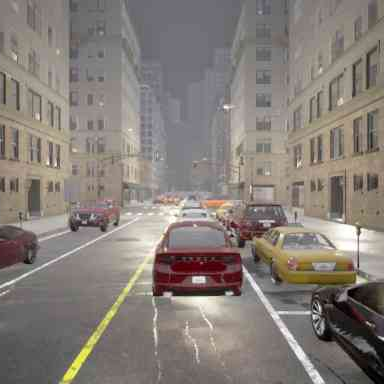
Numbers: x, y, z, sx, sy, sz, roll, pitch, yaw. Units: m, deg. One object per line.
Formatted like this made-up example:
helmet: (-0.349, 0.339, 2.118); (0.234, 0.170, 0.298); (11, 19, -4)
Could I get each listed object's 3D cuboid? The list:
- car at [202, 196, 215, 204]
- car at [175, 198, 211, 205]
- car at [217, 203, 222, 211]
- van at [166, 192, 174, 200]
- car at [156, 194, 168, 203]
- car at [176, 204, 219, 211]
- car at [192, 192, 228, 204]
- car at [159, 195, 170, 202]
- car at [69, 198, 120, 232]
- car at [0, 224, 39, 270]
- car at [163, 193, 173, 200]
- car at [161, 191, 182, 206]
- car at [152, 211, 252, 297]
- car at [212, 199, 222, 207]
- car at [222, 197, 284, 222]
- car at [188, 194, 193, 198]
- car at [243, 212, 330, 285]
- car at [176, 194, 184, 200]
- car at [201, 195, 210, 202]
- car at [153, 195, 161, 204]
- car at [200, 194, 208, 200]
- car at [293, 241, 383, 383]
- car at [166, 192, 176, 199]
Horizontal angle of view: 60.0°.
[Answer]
car: (2.808, 1.384, 57.897); (2.008, 1.369, 4.403); (0, 0, 0)
car: (0.090, 1.461, 25.289); (2.128, 1.511, 4.902); (0, 0, 0)
car: (2.780, 1.564, 20.238); (1.802, 1.307, 4.206); (0, 0, 0)
van: (-5.695, 0.992, 85.025); (1.690, 1.788, 3.998); (1, 0, 0)
car: (-5.712, 1.242, 63.334); (1.967, 1.590, 4.097); (1, 0, 0)
car: (0.110, 1.515, 16.147); (1.812, 1.442, 4.674); (0, 0, 0)
car: (2.627, 1.264, 40.951); (4.553, 1.767, 2.097); (0, 0, 0)
car: (-5.709, 1.311, 68.757); (1.887, 1.381, 4.507); (1, 0, 0)
car: (-5.744, 1.297, 20.252); (2.192, 1.841, 5.009); (0, 0, 0)
car: (-5.754, 1.579, 9.146); (1.802, 1.307, 4.206); (0, 0, 0)
car: (-5.700, 1.131, 79.603); (1.967, 1.590, 4.097); (1, 0, 0)
car: (-3.113, 1.218, 51.741); (2.097, 1.767, 4.553); (0, 0, 2)
car: (0.078, 1.475, 8.644); (1.882, 1.535, 5.008); (0, 0, -1)
car: (2.784, 1.493, 25.963); (1.752, 1.417, 4.829); (0, 0, 0)
car: (2.777, 1.306, 14.687); (2.192, 1.841, 5.009); (0, 0, 0)
car: (0.055, 1.189, 79.883); (1.837, 1.490, 4.892); (0, 0, 0)
car: (2.772, 1.522, 9.303); (1.752, 1.417, 4.829); (0, 0, 0)
car: (-2.945, 1.206, 80.743); (1.812, 1.442, 4.674); (0, 0, 0)
car: (2.817, 1.291, 68.913); (1.752, 1.417, 4.829); (1, 0, 0)
car: (-5.717, 1.378, 57.910); (1.887, 1.381, 4.507); (0, 0, 0)
car: (2.824, 1.273, 79.592); (1.802, 1.307, 4.206); (1, 0, 0)
car: (2.767, 1.567, 3.582); (1.947, 1.339, 4.313); (0, 0, 0)
car: (-5.690, 0.924, 90.448); (2.192, 1.841, 5.009); (1, 0, 0)
